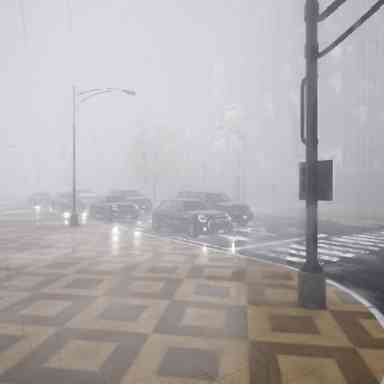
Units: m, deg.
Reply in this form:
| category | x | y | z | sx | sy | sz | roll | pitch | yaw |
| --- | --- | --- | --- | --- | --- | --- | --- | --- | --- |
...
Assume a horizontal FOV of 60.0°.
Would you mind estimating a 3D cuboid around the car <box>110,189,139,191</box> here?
| category | x | y | z | sx | sy | sz | roll | pitch | yaw |
| --- | --- | --- | --- | --- | --- | --- | --- | --- | --- |
| car | -5.519 | 0.754 | 28.604 | 2.150 | 2.045 | 5.566 | 0 | 1 | -38 |

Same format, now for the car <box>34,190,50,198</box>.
| category | x | y | z | sx | sy | sz | roll | pitch | yaw |
| --- | --- | --- | --- | --- | --- | --- | --- | --- | --- |
| car | -28.756 | 0.280 | 63.740 | 1.812 | 1.442 | 4.674 | 0 | 1 | -38 |

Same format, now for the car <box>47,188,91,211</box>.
| category | x | y | z | sx | sy | sz | roll | pitch | yaw |
| --- | --- | --- | --- | --- | --- | --- | --- | --- | --- |
| car | -11.534 | 0.786 | 30.993 | 2.097 | 1.767 | 4.553 | 0 | 1 | -38 |

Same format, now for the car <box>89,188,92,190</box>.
| category | x | y | z | sx | sy | sz | roll | pitch | yaw |
| --- | --- | --- | --- | --- | --- | --- | --- | --- | --- |
| car | -12.137 | 0.557 | 37.040 | 2.150 | 2.045 | 5.566 | 0 | 1 | -37 |

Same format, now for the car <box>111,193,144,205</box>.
| category | x | y | z | sx | sy | sz | roll | pitch | yaw |
| --- | --- | --- | --- | --- | --- | --- | --- | --- | --- |
| car | -8.468 | 0.828 | 43.176 | 2.033 | 1.411 | 5.357 | 0 | 1 | -38 |

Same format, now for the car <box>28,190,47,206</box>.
| category | x | y | z | sx | sy | sz | roll | pitch | yaw |
| --- | --- | --- | --- | --- | --- | --- | --- | --- | --- |
| car | -17.847 | 0.771 | 39.069 | 1.812 | 1.442 | 4.674 | 0 | 1 | -38 |

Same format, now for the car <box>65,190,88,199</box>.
| category | x | y | z | sx | sy | sz | roll | pitch | yaw |
| --- | --- | --- | --- | --- | --- | --- | --- | --- | --- |
| car | -20.169 | 0.478 | 58.103 | 2.033 | 1.411 | 5.357 | 0 | 1 | -40 |

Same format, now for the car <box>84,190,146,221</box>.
| category | x | y | z | sx | sy | sz | roll | pitch | yaw |
| --- | --- | --- | --- | --- | --- | --- | --- | --- | --- |
| car | -5.501 | 0.964 | 23.329 | 2.097 | 1.767 | 4.553 | 0 | 1 | -38 |

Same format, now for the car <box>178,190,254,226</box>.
| category | x | y | z | sx | sy | sz | roll | pitch | yaw |
| --- | --- | --- | --- | --- | --- | --- | --- | --- | --- |
| car | 1.103 | 0.950 | 20.179 | 2.150 | 2.045 | 5.566 | 0 | 1 | -40 |

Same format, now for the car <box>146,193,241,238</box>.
| category | x | y | z | sx | sy | sz | roll | pitch | yaw |
| --- | --- | --- | --- | --- | --- | --- | --- | --- | --- |
| car | -0.088 | 1.124 | 16.485 | 2.097 | 1.767 | 4.553 | 0 | 1 | -38 |
